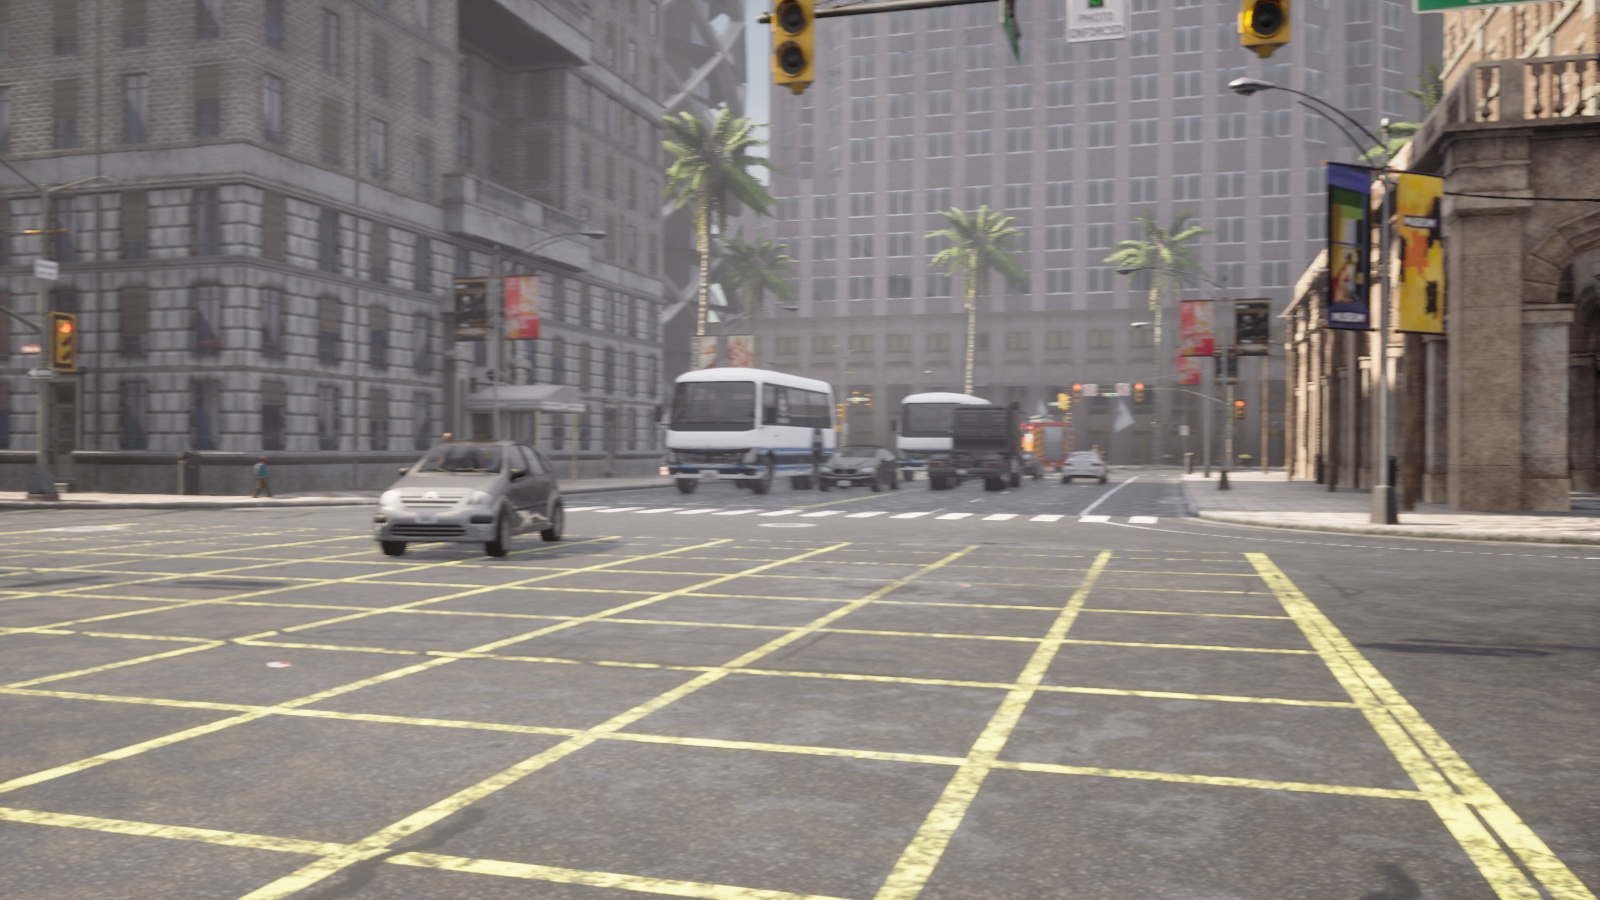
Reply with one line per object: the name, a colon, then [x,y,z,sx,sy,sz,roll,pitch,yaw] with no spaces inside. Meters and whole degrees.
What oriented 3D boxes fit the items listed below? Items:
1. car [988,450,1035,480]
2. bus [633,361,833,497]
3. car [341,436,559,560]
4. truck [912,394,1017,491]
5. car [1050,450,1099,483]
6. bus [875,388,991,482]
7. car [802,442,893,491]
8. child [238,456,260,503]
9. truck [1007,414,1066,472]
car: [10.710,0.723,63.317,1.812,1.442,4.674,0,0,16]
bus: [-2.042,-0.665,44.656,3.944,4.253,10.273,0,0,16]
car: [-4.963,0.629,18.402,1.851,1.617,3.988,0,0,4]
truck: [6.618,-0.275,49.435,2.891,3.462,7.936,0,0,16]
car: [12.507,0.727,57.036,1.812,1.442,4.674,0,0,16]
bus: [6.801,-0.678,62.437,3.944,4.253,10.273,0,0,16]
car: [1.770,0.555,45.273,2.242,1.667,4.611,0,0,16]
child: [-14.234,0.758,32.437,0.448,1.192,0.343,0,0,-4]
truck: [16.199,-0.485,86.696,2.891,3.827,8.468,0,0,3]
